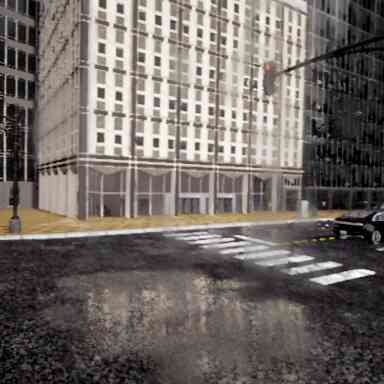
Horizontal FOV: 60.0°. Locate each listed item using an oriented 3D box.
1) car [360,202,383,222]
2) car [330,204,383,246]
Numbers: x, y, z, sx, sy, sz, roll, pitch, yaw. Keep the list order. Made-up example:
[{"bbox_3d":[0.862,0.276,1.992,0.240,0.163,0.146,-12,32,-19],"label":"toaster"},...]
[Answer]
[{"bbox_3d":[15.791,1.534,26.708,4.403,1.369,2.008,0,2,-32],"label":"car"},{"bbox_3d":[8.821,1.595,16.085,4.902,1.511,2.128,0,2,-31],"label":"car"}]
